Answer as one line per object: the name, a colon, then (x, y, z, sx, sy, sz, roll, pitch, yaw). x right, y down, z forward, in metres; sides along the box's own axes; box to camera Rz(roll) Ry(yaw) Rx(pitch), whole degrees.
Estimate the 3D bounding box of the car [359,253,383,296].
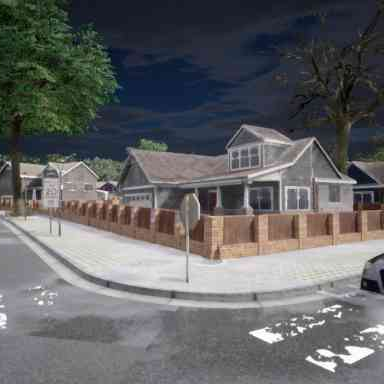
car: (5.728, 1.630, 7.610, 4.181, 1.385, 1.994, 0, -2, -34)
